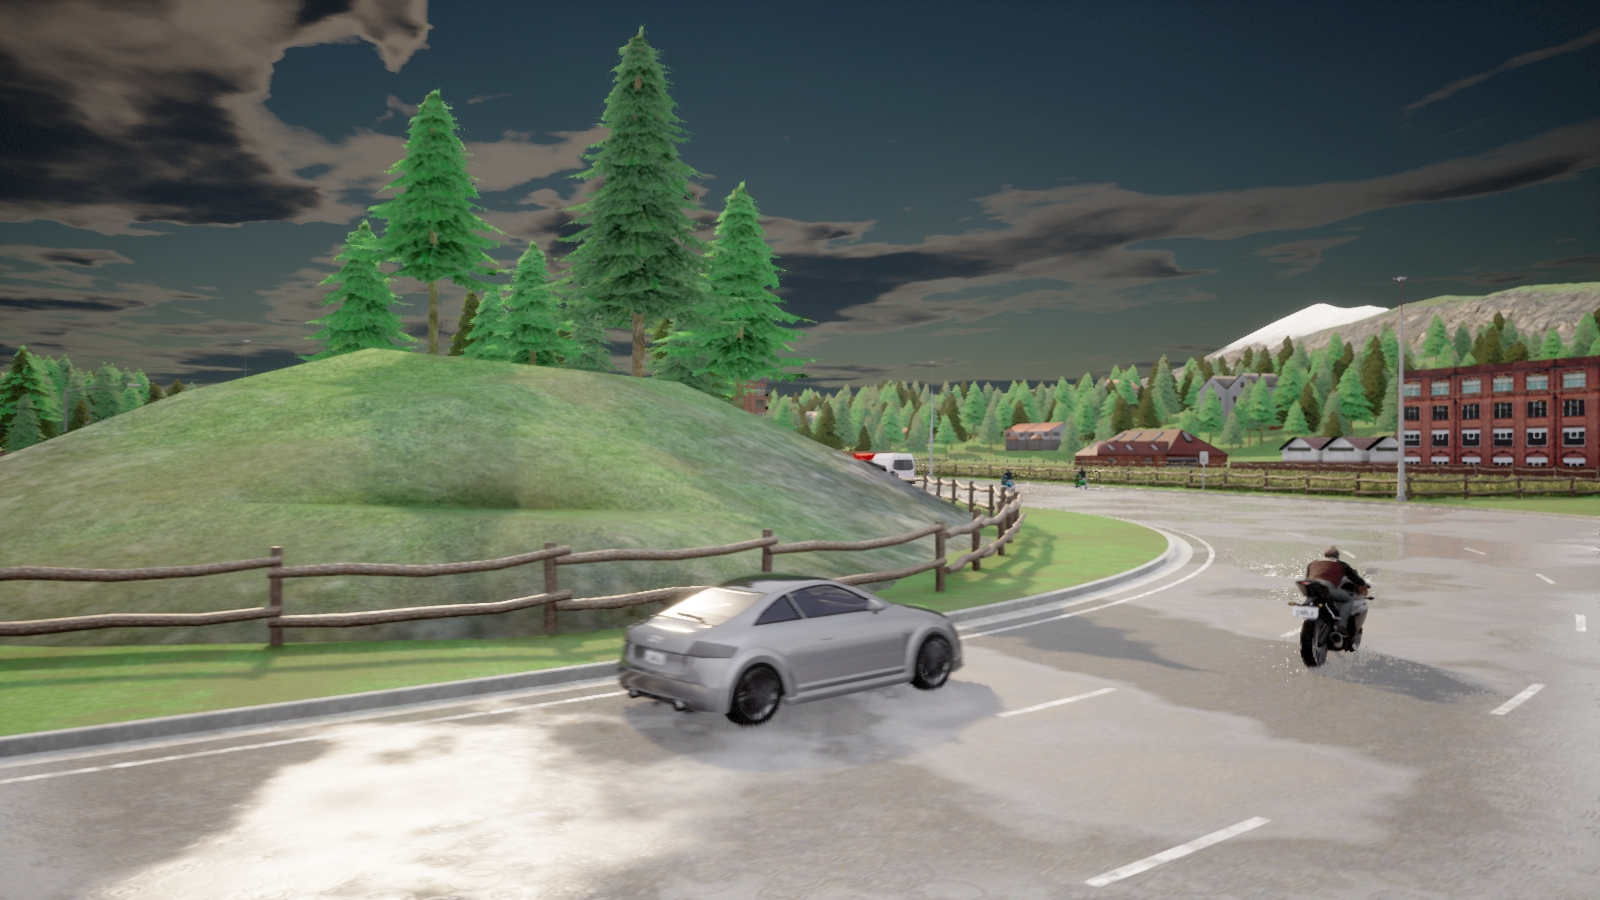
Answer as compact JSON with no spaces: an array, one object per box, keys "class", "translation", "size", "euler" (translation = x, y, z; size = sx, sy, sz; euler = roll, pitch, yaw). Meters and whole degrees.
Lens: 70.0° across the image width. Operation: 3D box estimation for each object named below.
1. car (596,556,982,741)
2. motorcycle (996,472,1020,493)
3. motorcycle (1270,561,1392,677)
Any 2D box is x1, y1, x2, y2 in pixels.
[{"class":"car","translation":[-0.017,2.121,13.184],"size":[4.181,1.385,1.994],"euler":[0,0,-42]},{"class":"motorcycle","translation":[13.823,2.158,76.037],"size":[0.856,1.316,1.805],"euler":[0,0,-17]},{"class":"motorcycle","translation":[7.163,2.209,15.350],"size":[0.867,1.251,2.209],"euler":[-2,-1,42]}]
